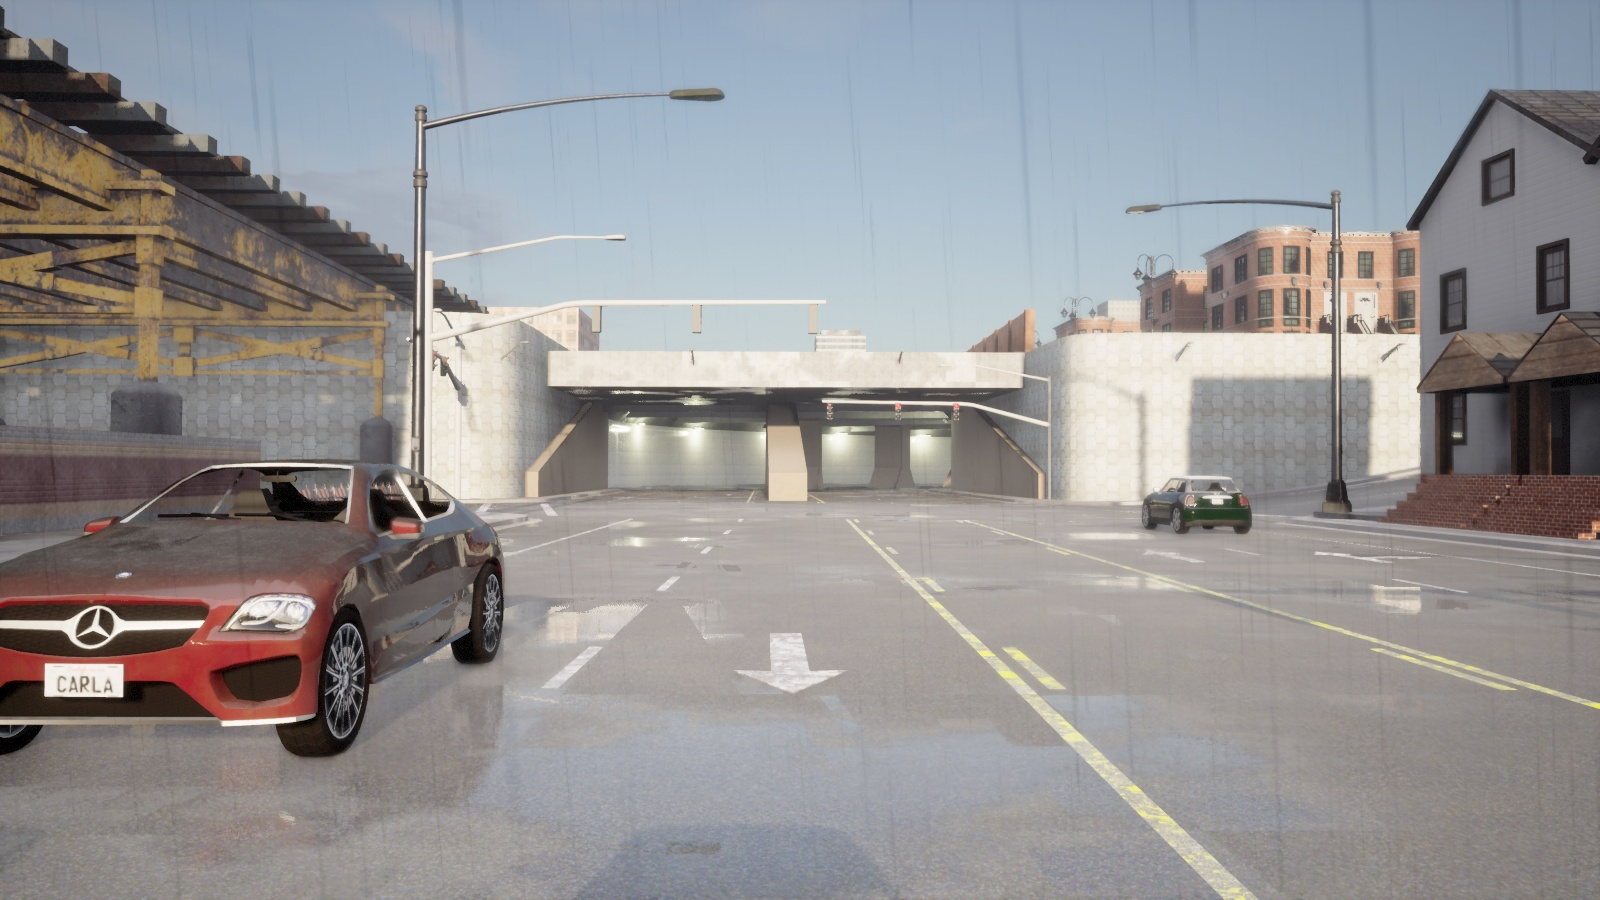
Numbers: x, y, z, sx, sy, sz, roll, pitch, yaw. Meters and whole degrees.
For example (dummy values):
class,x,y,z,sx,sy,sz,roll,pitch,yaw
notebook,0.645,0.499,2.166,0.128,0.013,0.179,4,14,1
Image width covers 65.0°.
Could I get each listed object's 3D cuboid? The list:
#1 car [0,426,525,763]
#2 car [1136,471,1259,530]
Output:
class,x,y,z,sx,sy,sz,roll,pitch,yaw
car,-3.521,0.753,8.692,2.152,1.651,5.027,0,-1,0
car,10.448,1.296,33.317,1.970,1.475,3.806,0,-1,-1
